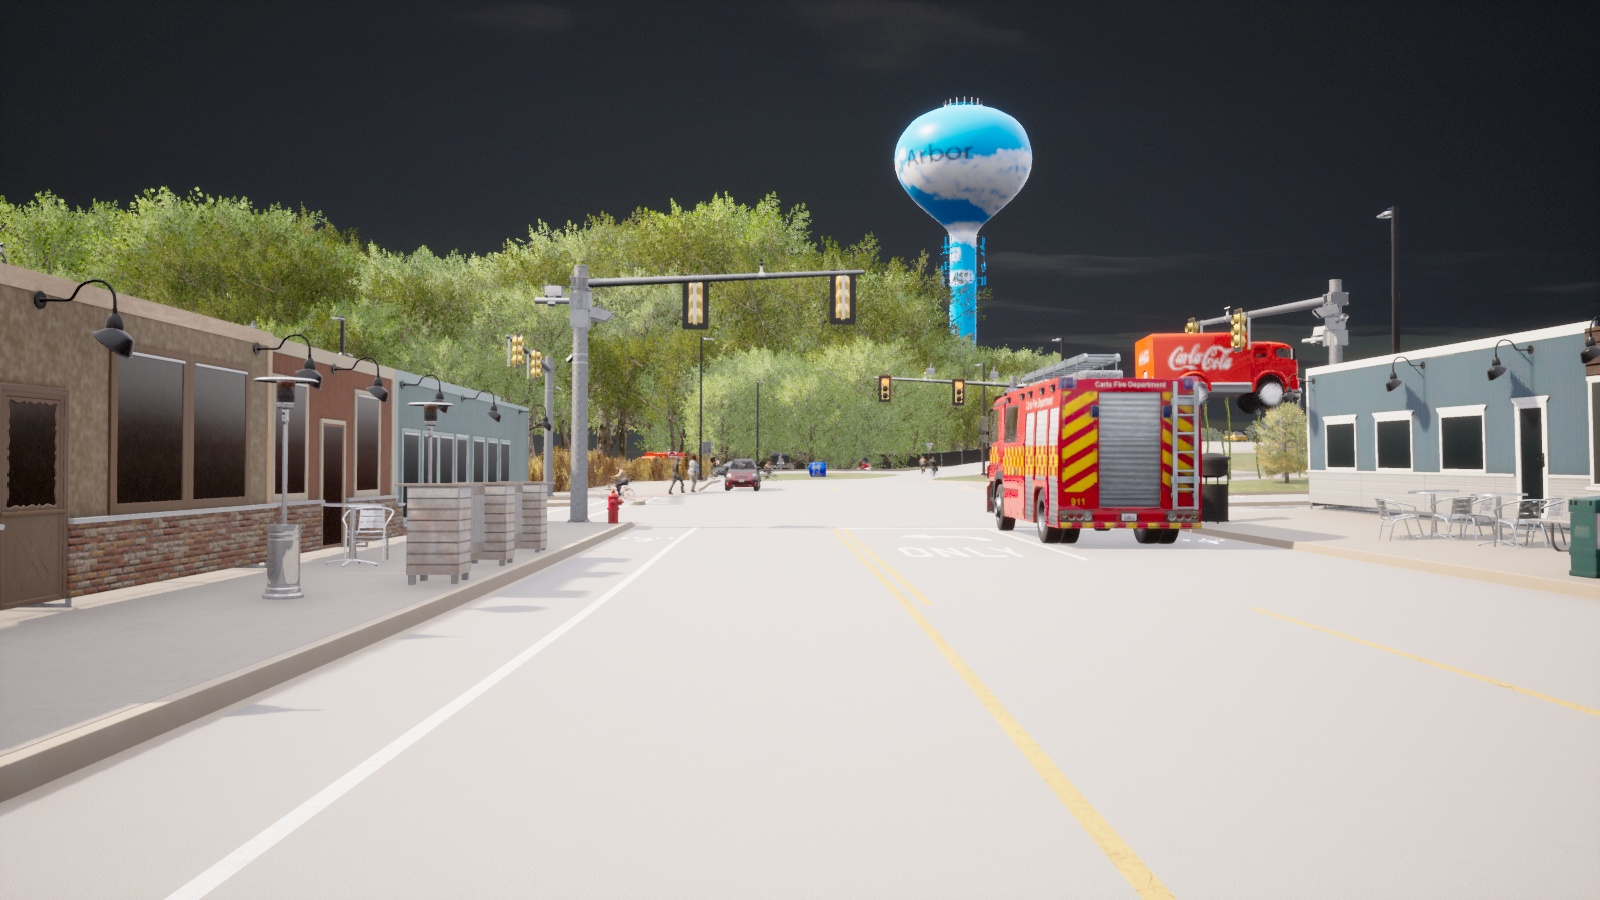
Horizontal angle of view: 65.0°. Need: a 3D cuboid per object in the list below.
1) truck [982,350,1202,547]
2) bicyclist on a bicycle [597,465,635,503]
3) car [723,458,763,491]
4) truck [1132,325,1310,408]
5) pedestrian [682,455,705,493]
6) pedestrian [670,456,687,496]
[{"bbox_3d":[6.313,0.008,28.718,2.891,3.827,8.468,0,-1,-1],"label":"truck"},{"bbox_3d":[-8.071,1.491,55.057,1.509,1.612,0.866,-1,0,1],"label":"bicyclist on a bicycle"},{"bbox_3d":[-2.920,1.247,64.968,1.851,1.617,3.988,0,1,0],"label":"car"},{"bbox_3d":[14.484,-2.842,43.502,5.204,2.467,2.627,-1,-3,0],"label":"truck"},{"bbox_3d":[-5.230,1.194,61.610,0.900,1.855,0.874,0,-1,-21],"label":"pedestrian"},{"bbox_3d":[-5.789,1.240,59.685,0.720,1.854,0.376,0,-1,-25],"label":"pedestrian"}]
